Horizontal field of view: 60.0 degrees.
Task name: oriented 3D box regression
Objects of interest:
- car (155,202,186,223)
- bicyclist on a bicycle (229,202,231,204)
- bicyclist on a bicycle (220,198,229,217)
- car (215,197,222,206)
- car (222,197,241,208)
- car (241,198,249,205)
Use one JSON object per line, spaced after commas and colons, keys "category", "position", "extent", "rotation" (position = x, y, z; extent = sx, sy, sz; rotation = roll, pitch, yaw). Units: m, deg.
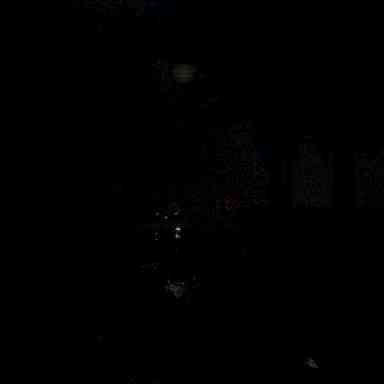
{"category": "car", "position": [-1.578, 1.527, 25.732], "extent": [1.812, 1.442, 4.674], "rotation": [0, 0, 6]}
{"category": "bicyclist on a bicycle", "position": [3.888, 1.511, 37.084], "extent": [0.866, 1.612, 1.509], "rotation": [0, -1, 9]}
{"category": "bicyclist on a bicycle", "position": [2.662, 1.467, 28.375], "extent": [0.582, 1.620, 1.656], "rotation": [0, -1, 7]}
{"category": "car", "position": [5.944, 1.790, 65.374], "extent": [2.097, 1.767, 4.553], "rotation": [0, -1, 16]}
{"category": "car", "position": [6.492, 1.789, 54.509], "extent": [1.837, 1.490, 4.892], "rotation": [0, -1, 13]}
{"category": "car", "position": [11.277, 2.101, 72.921], "extent": [2.033, 1.411, 5.357], "rotation": [0, -1, 18]}
